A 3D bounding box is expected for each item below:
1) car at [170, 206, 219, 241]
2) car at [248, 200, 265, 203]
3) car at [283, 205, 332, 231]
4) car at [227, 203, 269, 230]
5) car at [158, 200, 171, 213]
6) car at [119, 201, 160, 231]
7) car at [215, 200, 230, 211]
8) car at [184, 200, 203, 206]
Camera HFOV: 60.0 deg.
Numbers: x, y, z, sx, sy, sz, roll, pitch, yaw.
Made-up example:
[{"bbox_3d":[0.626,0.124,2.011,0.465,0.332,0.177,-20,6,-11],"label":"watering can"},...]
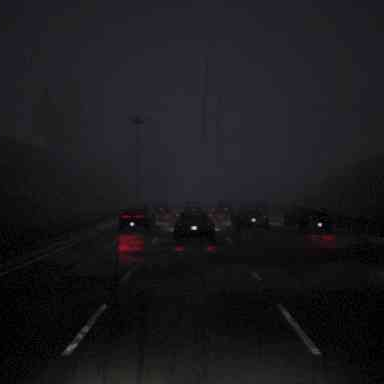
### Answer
[{"bbox_3d":[0.108,1.615,17.089,1.994,1.385,4.181,0,0,0],"label":"car"},{"bbox_3d":[7.140,1.615,37.274,1.837,1.490,4.892,0,0,0],"label":"car"},{"bbox_3d":[7.124,1.567,20.908,1.837,1.490,4.892,0,0,0],"label":"car"},{"bbox_3d":[3.629,1.628,21.514,1.994,1.385,4.181,0,0,0],"label":"car"},{"bbox_3d":[-3.377,1.638,38.233,1.812,1.442,4.674,0,0,0],"label":"car"},{"bbox_3d":[-3.374,1.568,21.222,1.837,1.490,4.892,0,0,0],"label":"car"},{"bbox_3d":[3.623,1.639,38.234,1.812,1.442,4.674,0,0,0],"label":"car"},{"bbox_3d":[0.141,1.601,37.147,2.128,1.511,4.902,0,0,0],"label":"car"}]
